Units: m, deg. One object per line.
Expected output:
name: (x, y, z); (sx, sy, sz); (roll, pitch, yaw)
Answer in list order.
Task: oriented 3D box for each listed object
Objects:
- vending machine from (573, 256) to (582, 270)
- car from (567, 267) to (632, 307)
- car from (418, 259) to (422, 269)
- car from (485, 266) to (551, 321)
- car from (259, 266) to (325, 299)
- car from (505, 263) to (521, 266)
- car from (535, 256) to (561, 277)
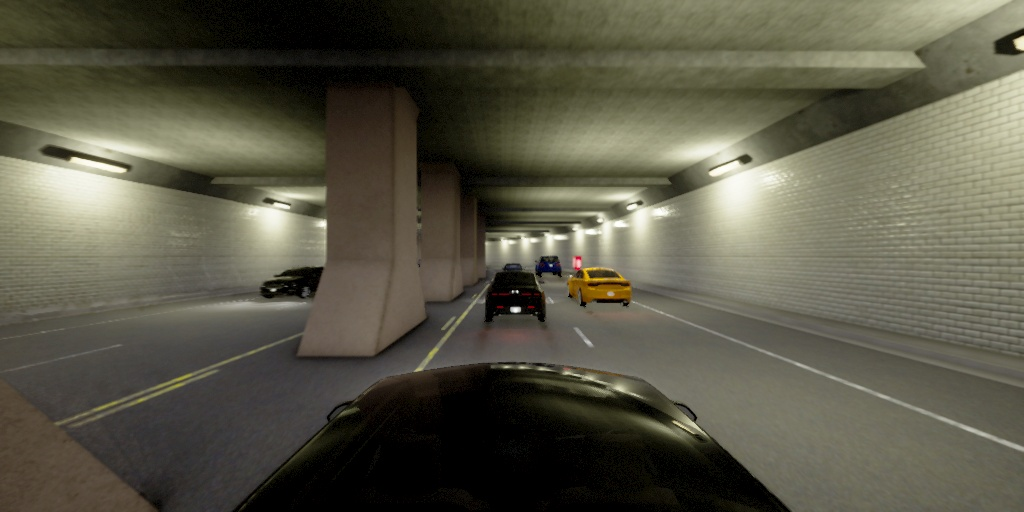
vending machine: (8.611, 0.967, 47.101); (1.100, 2.100, 0.880); (0, 0, -7)
car: (3.606, 1.234, 15.578); (1.882, 1.535, 5.008); (0, 0, 0)
car: (-14.405, 1.255, 58.893); (1.882, 1.535, 5.008); (0, 0, -17)
car: (0.105, 1.260, 12.507); (1.837, 1.490, 4.892); (0, 0, 0)
car: (-10.596, 1.263, 18.329); (1.837, 1.490, 4.892); (0, 0, 0)
car: (0.111, 1.311, 30.858); (2.033, 1.411, 5.357); (0, 0, 0)
car: (3.535, 0.988, 35.723); (2.150, 2.045, 5.566); (0, 0, -1)
